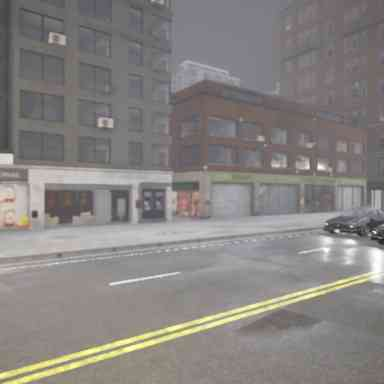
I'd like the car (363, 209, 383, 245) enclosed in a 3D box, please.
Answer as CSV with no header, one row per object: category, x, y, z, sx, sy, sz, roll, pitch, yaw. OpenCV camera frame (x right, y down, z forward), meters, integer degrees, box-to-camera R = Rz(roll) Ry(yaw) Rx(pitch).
car,10.125,1.592,14.814,5.357,1.411,2.033,0,0,-35

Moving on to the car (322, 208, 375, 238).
car,9.510,1.596,18.346,5.357,1.411,2.033,0,0,-35
